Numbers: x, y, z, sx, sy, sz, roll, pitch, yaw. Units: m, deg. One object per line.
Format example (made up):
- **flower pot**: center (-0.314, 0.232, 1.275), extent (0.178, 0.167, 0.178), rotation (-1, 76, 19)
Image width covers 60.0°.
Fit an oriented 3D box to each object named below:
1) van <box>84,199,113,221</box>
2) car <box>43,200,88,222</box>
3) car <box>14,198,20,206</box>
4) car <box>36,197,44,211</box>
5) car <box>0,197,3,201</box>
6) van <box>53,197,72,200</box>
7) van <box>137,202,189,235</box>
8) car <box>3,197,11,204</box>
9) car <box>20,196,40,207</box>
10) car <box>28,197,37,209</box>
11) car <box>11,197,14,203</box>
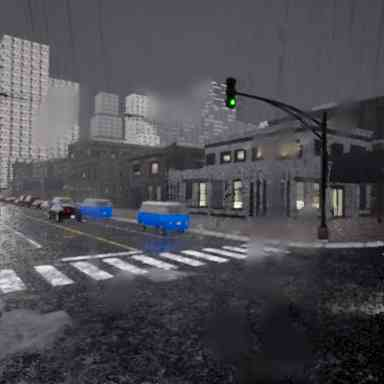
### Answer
- **van**: center (-8.292, 1.507, 28.907), extent (1.690, 1.788, 3.998), rotation (1, -1, -36)
- **car**: center (-10.506, 1.648, 27.380), extent (1.837, 1.490, 4.892), rotation (1, -1, -36)
- **car**: center (-27.731, 1.518, 55.736), extent (2.192, 1.841, 5.009), rotation (1, -1, -36)
- **car**: center (-18.114, 1.707, 42.457), extent (1.752, 1.417, 4.829), rotation (1, -1, -36)
- **car**: center (-47.173, 1.831, 82.562), extent (1.947, 1.339, 4.313), rotation (1, -1, -36)
- **van**: center (-14.772, 1.517, 37.850), extent (1.690, 1.788, 3.998), rotation (1, -1, -36)
- **van**: center (-1.812, 1.501, 19.964), extent (1.690, 1.788, 3.998), rotation (1, -1, -36)
- **car**: center (-37.453, 1.776, 69.148), extent (1.887, 1.381, 4.507), rotation (1, -1, -36)
- **car**: center (-24.492, 1.510, 51.265), extent (2.192, 1.841, 5.009), rotation (1, -1, -36)
- **car**: center (-21.254, 1.754, 46.790), extent (1.947, 1.339, 4.313), rotation (1, -1, -36)
- **car**: center (-31.073, 1.737, 60.343), extent (1.752, 1.417, 4.829), rotation (1, -1, -36)
